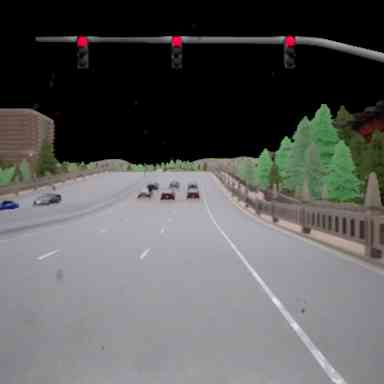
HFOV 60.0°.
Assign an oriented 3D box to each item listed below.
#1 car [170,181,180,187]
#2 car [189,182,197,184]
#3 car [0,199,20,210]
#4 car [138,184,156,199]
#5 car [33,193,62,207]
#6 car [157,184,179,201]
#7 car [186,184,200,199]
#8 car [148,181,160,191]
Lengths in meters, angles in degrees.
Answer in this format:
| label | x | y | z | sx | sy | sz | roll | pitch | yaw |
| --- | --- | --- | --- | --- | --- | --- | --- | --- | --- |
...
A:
| label | x | y | z | sx | sy | sz | roll | pitch | yaw |
| --- | --- | --- | --- | --- | --- | --- | --- | --- | --- |
| car | -3.252 | -1.370 | 61.281 | 2.033 | 1.411 | 5.357 | 0 | 7 | 0 |
| car | 0.132 | -1.047 | 58.288 | 1.837 | 1.490 | 4.892 | 0 | 7 | 0 |
| car | -17.566 | 1.425 | 30.120 | 1.882 | 1.535 | 5.008 | 0 | 2 | 0 |
| car | -6.826 | 0.111 | 48.905 | 1.812 | 1.442 | 4.674 | 0 | 6 | 0 |
| car | -17.518 | 0.877 | 40.459 | 2.128 | 1.511 | 4.902 | 0 | 4 | 1 |
| car | -3.328 | 0.265 | 47.011 | 1.882 | 1.535 | 5.008 | 0 | 6 | 0 |
| car | 0.178 | 0.129 | 48.272 | 1.882 | 1.535 | 5.008 | 0 | 6 | 0 |
| car | -6.865 | -1.098 | 58.739 | 1.837 | 1.490 | 4.892 | 0 | 7 | 0 |
